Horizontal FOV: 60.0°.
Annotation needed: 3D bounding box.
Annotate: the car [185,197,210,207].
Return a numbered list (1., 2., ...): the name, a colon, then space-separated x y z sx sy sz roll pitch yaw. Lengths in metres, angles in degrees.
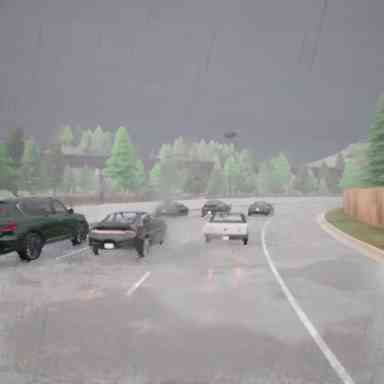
1. car: 0.883 1.503 52.185 1.812 1.442 4.674 0 0 31

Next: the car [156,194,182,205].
1. car: -3.935 1.306 57.706 2.097 1.767 4.553 0 0 33

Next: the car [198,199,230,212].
1. car: 2.304 1.499 30.563 1.837 1.490 4.892 0 0 20

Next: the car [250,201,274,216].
1. car: 6.808 1.577 32.529 1.994 1.385 4.181 0 0 22

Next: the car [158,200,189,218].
1. car: -1.686 1.542 29.732 1.994 1.385 4.181 0 0 18

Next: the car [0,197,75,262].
1. car: -5.888 1.190 12.289 2.150 2.045 5.566 0 0 8

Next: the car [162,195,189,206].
1. car: -2.534 1.315 53.250 2.097 1.767 4.553 0 0 31

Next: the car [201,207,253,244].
1. car: 1.806 1.601 15.932 1.895 1.301 4.718 0 0 11

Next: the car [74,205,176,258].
1. car: -2.239 1.475 12.818 2.128 1.511 4.902 0 0 8
